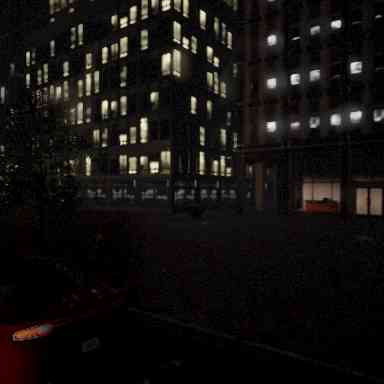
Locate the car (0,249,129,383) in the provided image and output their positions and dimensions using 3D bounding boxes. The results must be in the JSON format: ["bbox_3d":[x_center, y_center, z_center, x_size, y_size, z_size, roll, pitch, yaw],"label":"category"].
[{"bbox_3d":[-2.928,1.541,4.958,4.507,1.381,1.887,0,0,36],"label":"car"}]
